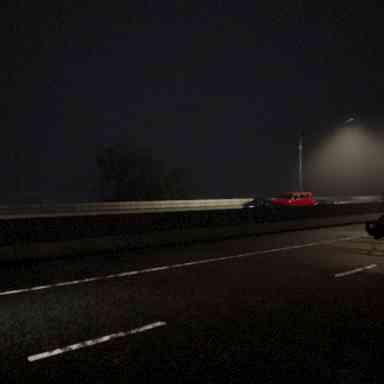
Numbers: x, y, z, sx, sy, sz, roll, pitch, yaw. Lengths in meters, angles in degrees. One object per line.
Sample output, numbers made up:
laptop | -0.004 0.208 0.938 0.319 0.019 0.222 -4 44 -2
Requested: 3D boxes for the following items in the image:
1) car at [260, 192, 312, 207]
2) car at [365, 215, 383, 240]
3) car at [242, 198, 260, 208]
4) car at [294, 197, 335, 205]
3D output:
car | 9.599 1.066 32.327 5.566 2.045 2.150 0 0 -35
car | 9.989 1.505 15.168 4.718 1.301 1.895 0 0 -35
car | 7.364 1.351 35.031 4.892 1.490 1.837 0 0 -35
car | 11.322 1.412 29.258 4.181 1.385 1.994 0 0 -35
